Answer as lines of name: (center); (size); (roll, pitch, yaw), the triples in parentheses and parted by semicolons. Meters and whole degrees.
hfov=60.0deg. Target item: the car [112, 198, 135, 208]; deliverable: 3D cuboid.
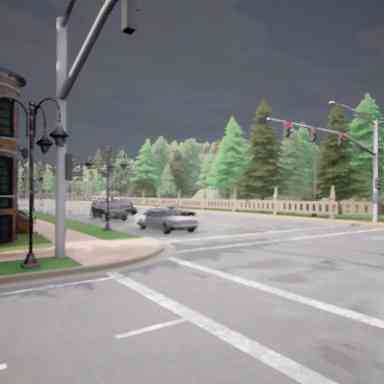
car: (-10.717, 1.715, 51.549); (1.994, 1.385, 4.181); (1, 0, -35)

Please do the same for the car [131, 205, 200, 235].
car: (-1.572, 1.674, 19.828); (1.895, 1.301, 4.718); (1, 0, -35)

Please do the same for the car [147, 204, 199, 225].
car: (-1.600, 1.700, 25.978); (1.895, 1.301, 4.718); (1, 0, -35)

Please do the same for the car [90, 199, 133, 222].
car: (-6.904, 1.578, 27.469); (1.837, 1.490, 4.892); (1, 0, -35)

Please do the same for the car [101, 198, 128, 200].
car: (-7.459, 1.647, 34.408); (2.033, 1.411, 5.357); (1, 0, -35)
